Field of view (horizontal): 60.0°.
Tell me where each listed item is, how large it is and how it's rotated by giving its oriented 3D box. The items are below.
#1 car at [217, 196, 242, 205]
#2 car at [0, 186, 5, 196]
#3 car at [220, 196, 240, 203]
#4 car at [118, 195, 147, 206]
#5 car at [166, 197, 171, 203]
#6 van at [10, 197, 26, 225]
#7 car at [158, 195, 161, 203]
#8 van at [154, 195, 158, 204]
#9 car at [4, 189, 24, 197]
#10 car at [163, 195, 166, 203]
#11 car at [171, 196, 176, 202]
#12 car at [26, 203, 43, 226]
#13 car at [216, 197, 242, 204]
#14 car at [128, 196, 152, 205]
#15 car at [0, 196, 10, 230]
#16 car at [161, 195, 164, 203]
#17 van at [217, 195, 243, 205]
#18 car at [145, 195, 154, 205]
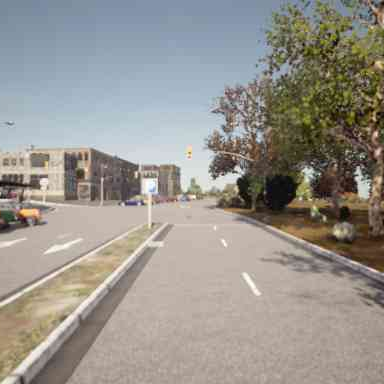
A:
[{"bbox_3d":[7.656,1.751,68.057,4.553,1.767,2.185,1,-1,-14],"label":"car"},{"bbox_3d":[-31.168,0.052,53.430,2.435,2.045,5.566,6,-3,-19],"label":"car"},{"bbox_3d":[9.445,1.870,82.756,4.553,1.767,2.185,1,-1,-12],"label":"car"},{"bbox_3d":[-11.454,1.918,62.488,4.792,1.488,2.163,-1,0,-15],"label":"car"},{"bbox_3d":[-8.466,2.131,86.422,4.674,1.452,2.002,-1,0,-12],"label":"car"},{"bbox_3d":[-13.606,1.492,21.706,4.442,1.987,1.878,-1,-1,-19],"label":"van"},{"bbox_3d":[-10.024,1.988,74.444,4.892,1.521,2.231,-1,-1,-14],"label":"car"},{"bbox_3d":[-10.252,1.733,71.475,4.442,1.987,1.878,-1,-1,-14],"label":"van"},{"bbox_3d":[-28.173,0.614,53.365,2.002,1.452,4.674,6,-3,-19],"label":"car"},{"bbox_3d":[-9.281,2.079,80.440,4.674,1.452,2.002,-1,-1,-13],"label":"car"},{"bbox_3d":[-8.016,1.865,89.431,5.566,2.045,2.435,-1,-1,-12],"label":"car"},{"bbox_3d":[-13.631,1.625,24.683,4.553,1.767,2.185,-1,0,-19],"label":"car"},{"bbox_3d":[8.173,1.920,73.901,5.366,1.575,1.946,1,0,-13],"label":"car"},{"bbox_3d":[-10.717,1.809,68.434,4.553,1.767,2.185,-1,-1,-14],"label":"car"},{"bbox_3d":[-13.722,1.435,18.670,5.566,2.045,2.435,-1,-1,-20],"label":"car"},{"bbox_3d":[-9.652,2.053,77.438,4.674,1.452,2.002,-1,0,-13],"label":"car"},{"bbox_3d":[7.273,1.626,65.088,4.442,1.987,1.878,1,0,-14],"label":"van"},{"bbox_3d":[-10.810,1.902,65.481,5.366,1.575,1.946,-1,-1,-15],"label":"car"}]
